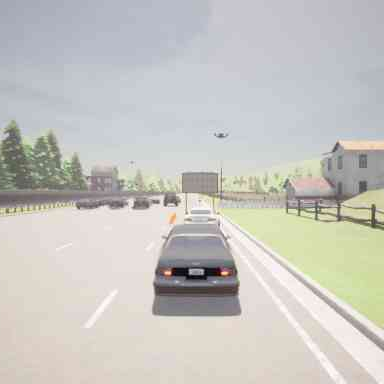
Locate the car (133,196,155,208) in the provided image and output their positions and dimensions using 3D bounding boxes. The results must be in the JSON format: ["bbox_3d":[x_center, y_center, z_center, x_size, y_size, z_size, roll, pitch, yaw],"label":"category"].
[{"bbox_3d":[-6.847,1.353,46.677,2.097,1.767,4.553,0,0,0],"label":"car"}]

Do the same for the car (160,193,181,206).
[{"bbox_3d":[-3.339,1.221,53.296,2.150,2.045,5.566,0,0,0],"label":"car"}]

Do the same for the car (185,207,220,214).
[{"bbox_3d":[0.567,1.538,18.425,1.812,1.442,4.674,0,-1,5],"label":"car"}]

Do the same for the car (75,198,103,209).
[{"bbox_3d":[-13.830,1.547,44.163,2.033,1.411,5.357,0,0,-1],"label":"car"}]

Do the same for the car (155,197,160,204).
[{"bbox_3d":[-6.830,1.601,60.811,1.895,1.301,4.718,0,0,0],"label":"car"}]

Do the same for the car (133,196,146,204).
[{"bbox_3d":[-10.325,1.563,65.465,1.994,1.385,4.181,0,0,0],"label":"car"}]

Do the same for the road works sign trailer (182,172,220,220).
[{"bbox_3d":[0.512,0.464,22.039,2.380,3.560,2.880,0,0,-4],"label":"road works sign trailer"}]

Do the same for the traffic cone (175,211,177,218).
[{"bbox_3d":[-1.459,1.955,25.116,0.340,0.580,0.340,0,0,0],"label":"traffic cone"}]

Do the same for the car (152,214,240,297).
[{"bbox_3d":[0.107,1.547,8.760,2.033,1.411,5.357,0,0,1],"label":"car"}]

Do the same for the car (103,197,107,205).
[{"bbox_3d":[-13.837,1.564,54.377,1.994,1.385,4.181,0,0,0],"label":"car"}]

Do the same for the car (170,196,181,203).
[{"bbox_3d":[-3.322,1.564,68.511,1.994,1.385,4.181,0,0,0],"label":"car"}]

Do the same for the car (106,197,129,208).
[{"bbox_3d":[-10.346,1.525,47.318,1.812,1.442,4.674,0,0,0],"label":"car"}]

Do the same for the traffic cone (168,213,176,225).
[{"bbox_3d":[-1.461,1.955,23.116,0.340,0.580,0.340,0,0,0],"label":"traffic cone"}]
